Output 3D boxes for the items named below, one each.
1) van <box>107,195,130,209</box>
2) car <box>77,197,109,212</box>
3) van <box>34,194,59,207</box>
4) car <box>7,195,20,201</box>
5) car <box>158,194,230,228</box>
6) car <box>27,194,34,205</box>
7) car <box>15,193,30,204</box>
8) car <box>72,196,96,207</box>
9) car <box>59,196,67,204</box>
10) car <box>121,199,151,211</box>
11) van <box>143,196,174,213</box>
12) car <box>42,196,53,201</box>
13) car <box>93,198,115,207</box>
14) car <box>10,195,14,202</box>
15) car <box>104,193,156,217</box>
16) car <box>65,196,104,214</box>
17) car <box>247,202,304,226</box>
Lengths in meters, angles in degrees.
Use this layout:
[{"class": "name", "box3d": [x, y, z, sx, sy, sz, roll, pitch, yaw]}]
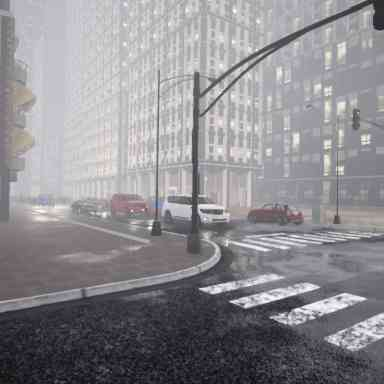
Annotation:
[{"class": "van", "box3d": [-10.398, 1.367, 47.024, 1.690, 1.788, 3.998, 1, -1, -35]}, {"class": "car", "box3d": [-11.529, 1.412, 38.597, 2.128, 1.511, 4.902, 1, -1, -35]}, {"class": "van", "box3d": [-20.501, 1.196, 46.814, 1.690, 1.788, 3.998, 1, -1, -35]}, {"class": "car", "box3d": [-40.029, 1.377, 74.514, 2.008, 1.369, 4.403, 1, -1, -35]}, {"class": "car", "box3d": [0.085, 1.170, 22.104, 2.150, 2.045, 5.566, 1, -1, -35]}, {"class": "car", "box3d": [-23.759, 1.431, 51.428, 1.802, 1.307, 4.206, 1, -1, -35]}, {"class": "car", "box3d": [-30.263, 1.154, 60.665, 2.192, 1.841, 5.009, 1, -1, -35]}, {"class": "car", "box3d": [-16.811, 1.460, 51.620, 2.128, 1.511, 4.902, 1, -1, -35]}, {"class": "car", "box3d": [-23.996, 1.433, 61.815, 1.882, 1.535, 5.008, 1, -1, -35]}, {"class": "car", "box3d": [-7.147, 1.584, 42.405, 2.008, 1.369, 4.403, 1, -1, -35]}, {"class": "van", "box3d": [-3.890, 1.381, 37.790, 1.690, 1.788, 3.998, 1, -1, -35]}, {"class": "car", "box3d": [-36.436, 1.569, 83.957, 1.802, 1.307, 4.206, 1, -1, -35]}, {"class": "car", "box3d": [-13.656, 1.586, 51.638, 1.947, 1.339, 4.313, 1, -1, -35]}, {"class": "car", "box3d": [-36.775, 1.396, 69.897, 1.947, 1.339, 4.313, 1, -1, -35]}, {"class": "car", "box3d": [-5.687, 1.155, 30.297, 2.150, 2.045, 5.566, 1, -1, -35]}, {"class": "car", "box3d": [-10.742, 1.426, 32.961, 2.008, 1.369, 4.403, 1, -1, -35]}, {"class": "car", "box3d": [5.872, 1.505, 23.938, 1.967, 1.590, 4.097, 1, -1, -35]}]
